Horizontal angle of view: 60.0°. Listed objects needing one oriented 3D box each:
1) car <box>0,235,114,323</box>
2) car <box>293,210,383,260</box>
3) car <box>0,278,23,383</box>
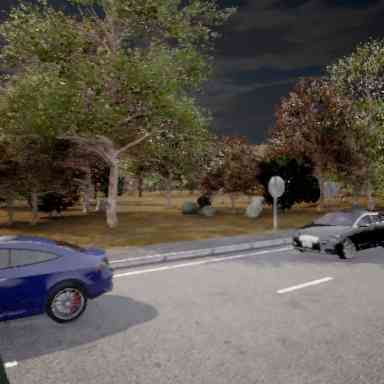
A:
[{"bbox_3d":[-3.676,1.525,5.657,4.674,1.442,1.812,0,0,-35],"label":"car"},{"bbox_3d":[5.779,1.450,12.314,4.902,1.511,2.128,0,0,-35],"label":"car"},{"bbox_3d":[-3.482,1.608,1.500,4.718,1.301,1.895,0,0,-35],"label":"car"}]
